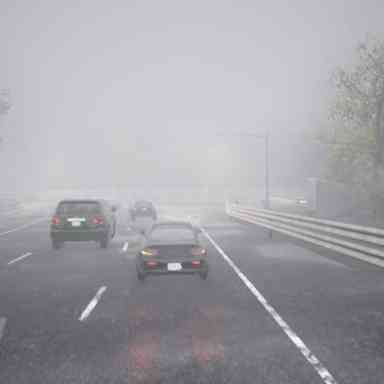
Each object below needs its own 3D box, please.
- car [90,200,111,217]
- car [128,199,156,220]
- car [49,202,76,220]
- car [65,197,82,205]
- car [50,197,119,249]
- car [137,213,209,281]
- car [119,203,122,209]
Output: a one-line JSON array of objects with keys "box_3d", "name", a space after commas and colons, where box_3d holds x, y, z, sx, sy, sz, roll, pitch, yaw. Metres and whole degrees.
[{"box_3d": [-9.679, 1.655, 34.971, 1.882, 1.535, 5.008, 0, 0, -19], "name": "car"}, {"box_3d": [-4.487, 1.493, 29.651, 2.097, 1.767, 4.553, 0, 0, -15], "name": "car"}, {"box_3d": [-11.984, 1.712, 30.961, 2.033, 1.411, 5.357, 0, 0, -18], "name": "car"}, {"box_3d": [-24.789, 1.865, 69.634, 1.837, 1.490, 4.892, 0, 0, -38], "name": "car"}, {"box_3d": [-4.747, 1.300, 15.153, 2.150, 2.045, 5.566, 0, 0, -8], "name": "car"}, {"box_3d": [-0.633, 1.572, 9.978, 1.812, 1.442, 4.674, 0, 0, -6], "name": "car"}, {"box_3d": [-11.848, 1.846, 49.095, 1.895, 1.301, 4.718, 0, 0, -25], "name": "car"}]
